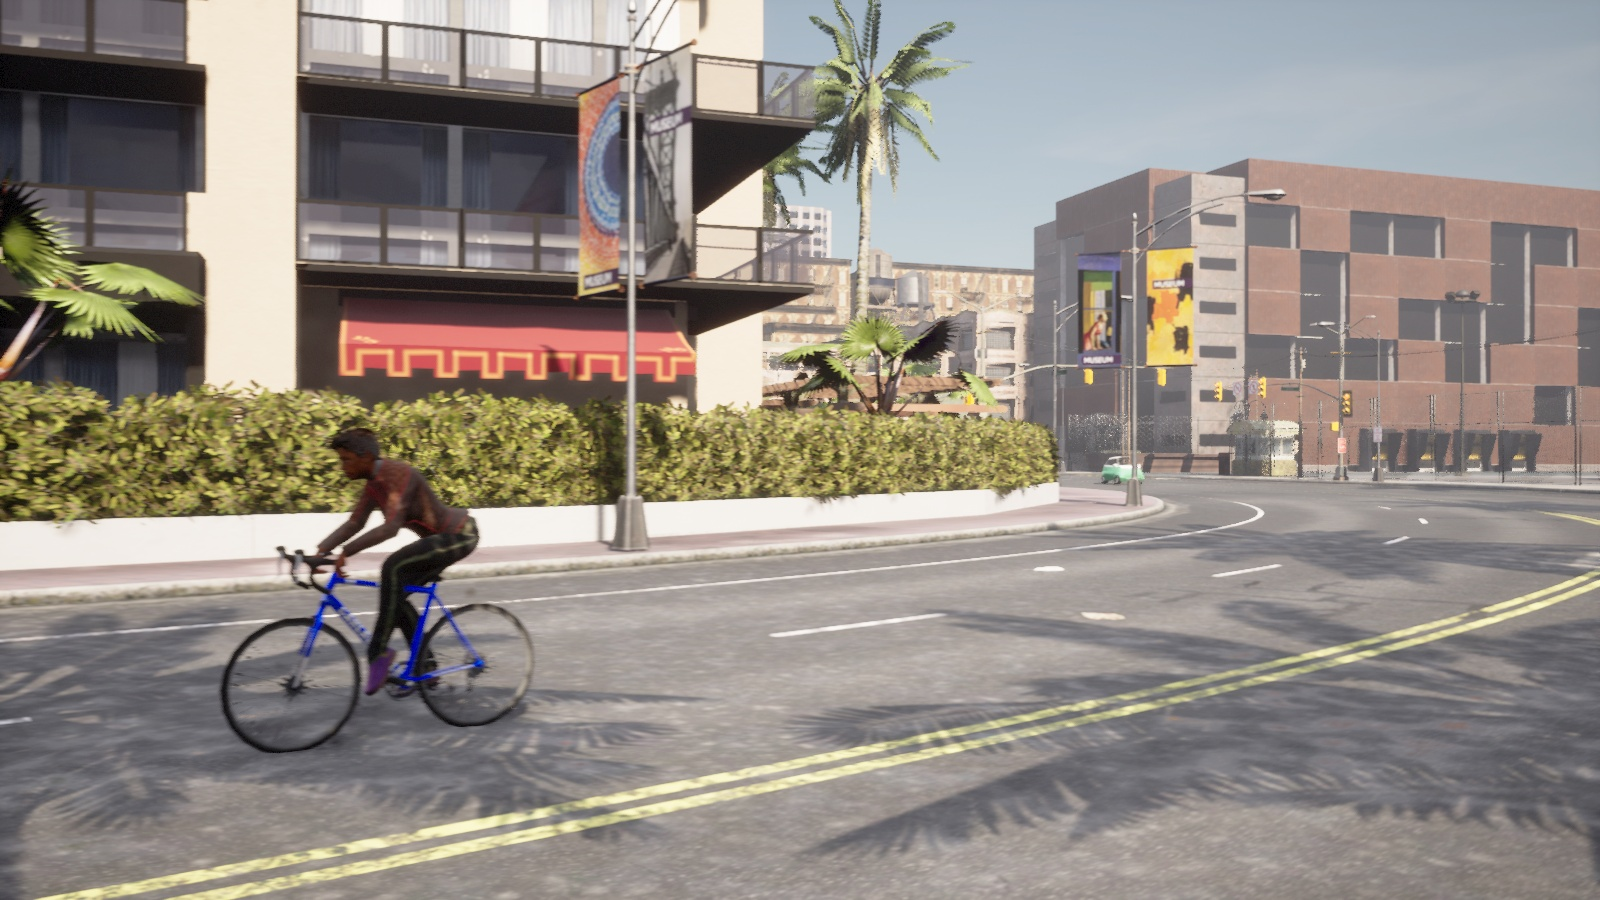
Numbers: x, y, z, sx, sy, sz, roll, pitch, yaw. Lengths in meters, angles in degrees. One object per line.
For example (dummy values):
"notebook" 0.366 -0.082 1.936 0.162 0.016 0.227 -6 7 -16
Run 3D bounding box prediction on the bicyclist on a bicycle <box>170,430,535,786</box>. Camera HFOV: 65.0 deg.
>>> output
"bicyclist on a bicycle" -2.261 0.719 6.452 1.656 1.620 0.582 0 0 -37

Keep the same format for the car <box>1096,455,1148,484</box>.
"car" 15.578 0.920 60.776 1.481 1.376 2.207 0 0 -18
